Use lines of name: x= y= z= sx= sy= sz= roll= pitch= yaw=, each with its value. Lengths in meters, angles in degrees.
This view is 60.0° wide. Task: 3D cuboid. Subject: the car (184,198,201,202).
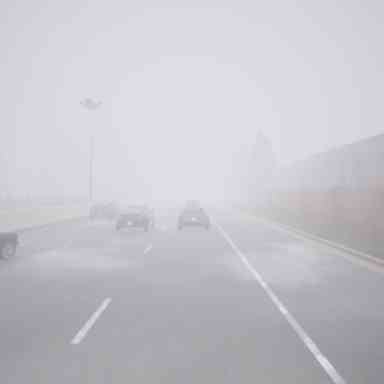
car: x=0.096 y=1.549 z=41.705 sx=1.837 sy=1.490 sz=4.892 roll=0 pitch=0 yaw=0

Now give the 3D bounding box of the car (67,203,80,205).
car: x=-17.519 y=1.562 z=50.622 sx=1.837 sy=1.490 sz=4.892 roll=0 pitch=-1 yaw=0

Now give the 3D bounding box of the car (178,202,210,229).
car: x=0.097 y=1.587 z=21.721 sx=1.994 sy=1.385 sz=4.181 roll=0 pitch=0 yaw=0

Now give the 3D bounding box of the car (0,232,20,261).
car: x=-6.902 y=1.611 z=9.394 sx=1.895 sy=1.301 sz=4.718 roll=0 pitch=0 yaw=0

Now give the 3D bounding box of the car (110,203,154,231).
car: x=-3.415 y=1.548 z=20.422 sx=1.812 sy=1.442 sz=4.674 roll=0 pitch=0 yaw=0

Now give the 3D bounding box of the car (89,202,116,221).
car: x=-6.903 y=1.521 z=27.214 sx=2.128 sy=1.511 sz=4.902 roll=0 pitch=0 yaw=0
